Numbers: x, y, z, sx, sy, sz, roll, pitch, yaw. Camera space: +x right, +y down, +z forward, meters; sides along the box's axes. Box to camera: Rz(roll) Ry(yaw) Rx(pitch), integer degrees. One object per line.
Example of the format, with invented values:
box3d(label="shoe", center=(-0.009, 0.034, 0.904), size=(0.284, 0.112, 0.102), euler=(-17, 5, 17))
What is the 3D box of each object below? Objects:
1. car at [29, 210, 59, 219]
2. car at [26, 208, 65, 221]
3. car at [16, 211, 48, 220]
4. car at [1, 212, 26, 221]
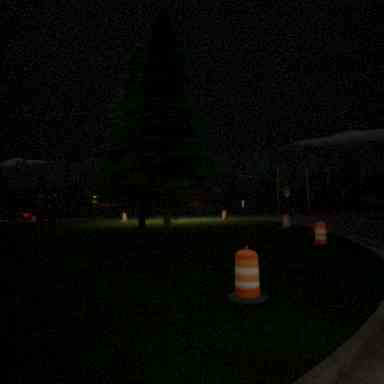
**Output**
box3d(label="car", center=(-28.022, 4.295, 63.060), size=(5.008, 1.535, 1.882), euler=(-2, -2, 11))
box3d(label="car", center=(-23.877, 3.683, 55.238), size=(5.566, 2.045, 2.150), euler=(-2, -2, 11))
box3d(label="car", center=(-28.702, 4.201, 59.628), size=(5.008, 1.535, 1.882), euler=(-2, -2, 11))
box3d(label="car", center=(-29.697, 4.115, 56.234), size=(5.008, 1.535, 1.882), euler=(-2, -2, 12))
